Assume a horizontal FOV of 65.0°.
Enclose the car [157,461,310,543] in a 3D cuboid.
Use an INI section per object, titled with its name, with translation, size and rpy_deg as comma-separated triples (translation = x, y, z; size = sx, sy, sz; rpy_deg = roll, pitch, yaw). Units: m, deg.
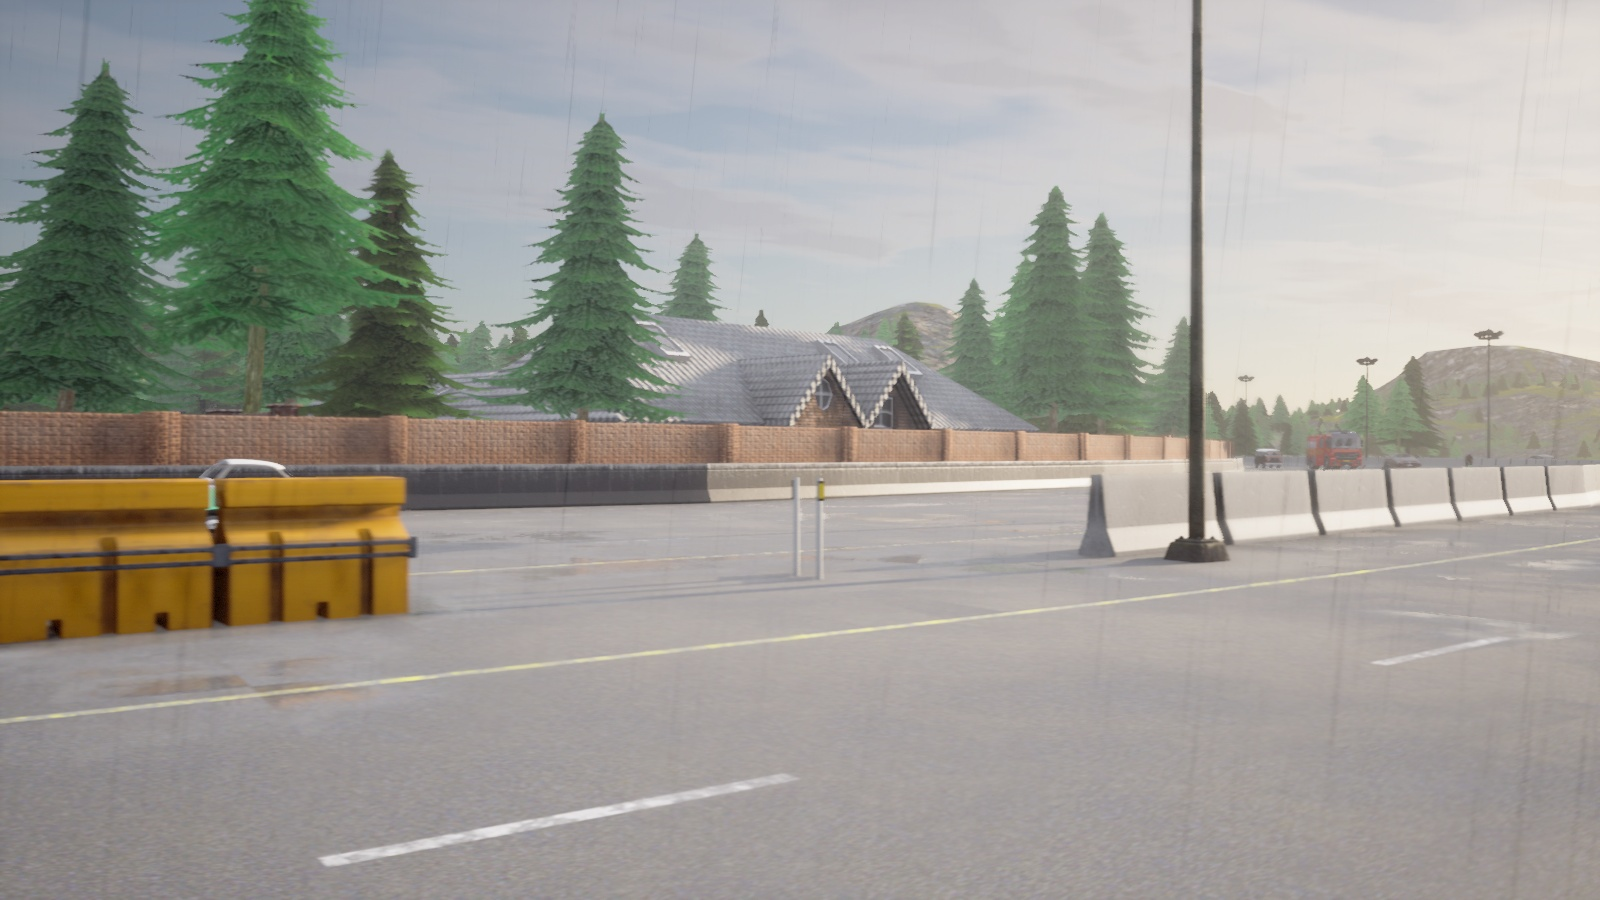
[car]
translation = -10.074, 0.881, 22.349
size = 2.207, 1.376, 1.481
rpy_deg = 0, 0, -37
